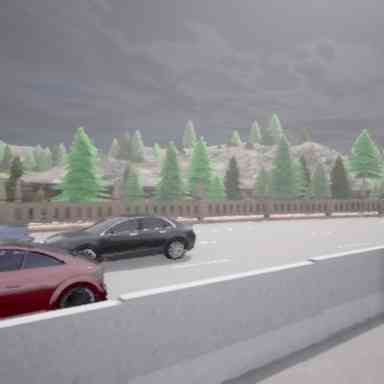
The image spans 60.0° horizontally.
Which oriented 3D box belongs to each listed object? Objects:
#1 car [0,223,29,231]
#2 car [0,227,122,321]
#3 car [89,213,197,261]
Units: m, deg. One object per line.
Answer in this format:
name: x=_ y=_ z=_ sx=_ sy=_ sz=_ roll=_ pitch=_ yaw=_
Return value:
car: x=-8.202 y=1.484 z=10.918 sx=5.357 sy=1.411 sz=2.033 roll=0 pitch=0 yaw=-35
car: x=-3.584 y=1.533 z=5.540 sx=4.181 sy=1.385 sz=1.994 roll=0 pitch=0 yaw=-35
car: x=-2.152 y=1.462 z=10.712 sx=4.892 sy=1.490 sz=1.837 roll=0 pitch=0 yaw=-32
